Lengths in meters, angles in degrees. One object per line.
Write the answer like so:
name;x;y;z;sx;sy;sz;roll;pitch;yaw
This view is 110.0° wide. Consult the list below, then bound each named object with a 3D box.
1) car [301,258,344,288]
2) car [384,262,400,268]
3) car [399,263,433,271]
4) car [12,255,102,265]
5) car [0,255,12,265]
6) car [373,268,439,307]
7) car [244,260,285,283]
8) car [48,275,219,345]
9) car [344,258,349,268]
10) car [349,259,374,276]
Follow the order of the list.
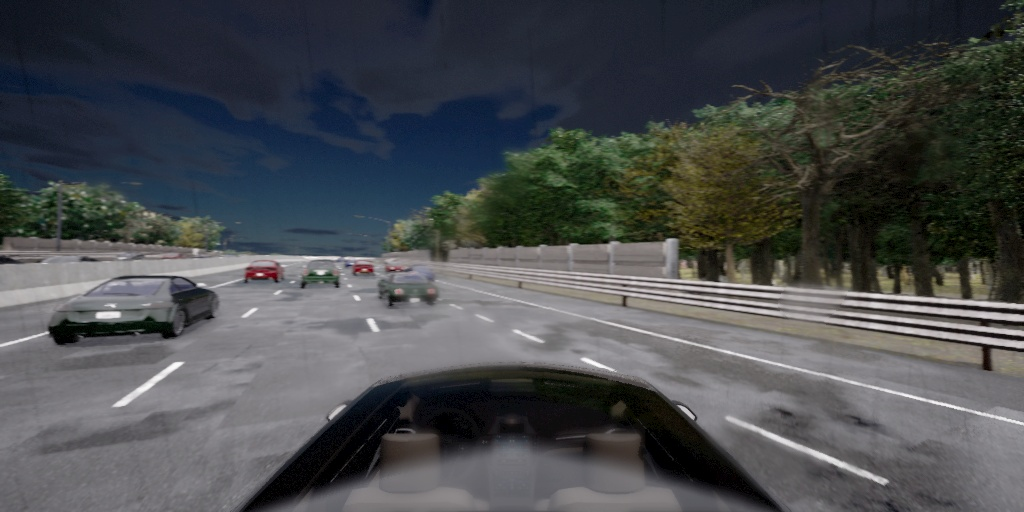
car;-12.172;1.007;22.940;2.097;1.767;4.553;2;-1;-27
car;-13.305;1.359;40.698;1.895;1.301;4.718;2;0;-27
car;-7.716;1.394;29.629;1.994;1.385;4.181;2;0;-27
car;-27.875;0.713;22.548;1.882;1.535;5.008;2;0;-27
car;-30.980;0.665;20.933;1.812;1.442;4.674;2;-1;-27
car;-4.689;1.382;15.639;1.895;1.301;4.718;2;-1;-27
car;-17.146;1.018;25.026;1.882;1.535;5.008;2;0;-27
car;-9.109;1.166;9.089;1.994;1.385;4.181;2;-1;-27
car;-24.575;1.080;55.066;1.994;1.385;4.181;2;0;-27
car;-15.134;1.156;36.353;1.882;1.535;5.008;2;0;-27
